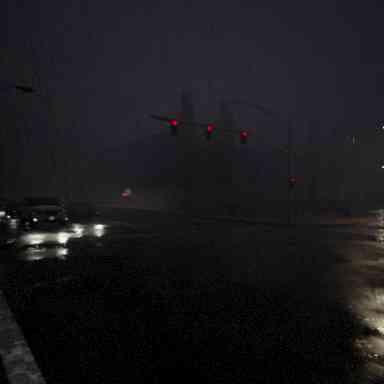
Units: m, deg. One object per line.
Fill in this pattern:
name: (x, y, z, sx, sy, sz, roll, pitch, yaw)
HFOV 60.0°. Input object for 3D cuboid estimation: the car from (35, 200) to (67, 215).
car: (-15.280, 1.614, 35.764, 2.033, 1.411, 5.357, 1, 0, -36)

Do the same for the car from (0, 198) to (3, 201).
car: (-23.691, 1.524, 41.535, 2.128, 1.511, 4.902, 1, 0, -35)

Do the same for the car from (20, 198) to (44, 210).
car: (-21.453, 1.613, 44.424, 2.033, 1.411, 5.357, 1, 0, -35)

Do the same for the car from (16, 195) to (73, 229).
car: (-10.178, 1.260, 22.627, 2.150, 2.045, 5.566, 1, 0, -36)

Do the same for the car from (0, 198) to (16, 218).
car: (-16.199, 1.584, 31.042, 2.033, 1.411, 5.357, 1, 0, -35)

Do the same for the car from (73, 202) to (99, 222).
car: (-9.178, 1.547, 27.241, 1.882, 1.535, 5.008, 1, 0, -36)
